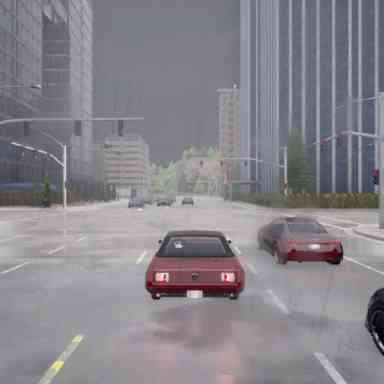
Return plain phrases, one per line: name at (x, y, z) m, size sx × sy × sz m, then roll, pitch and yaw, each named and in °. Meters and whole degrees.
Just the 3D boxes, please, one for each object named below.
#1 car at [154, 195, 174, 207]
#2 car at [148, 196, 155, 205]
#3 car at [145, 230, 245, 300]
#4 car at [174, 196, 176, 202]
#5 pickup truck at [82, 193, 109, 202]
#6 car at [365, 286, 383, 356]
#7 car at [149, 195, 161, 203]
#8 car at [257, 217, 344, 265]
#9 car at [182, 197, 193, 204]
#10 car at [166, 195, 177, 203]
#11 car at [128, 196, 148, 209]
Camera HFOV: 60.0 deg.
car at (-4.315, 1.564, 52.021) m, size 1.994 × 1.385 × 4.181 m, roll 0°, pitch 0°, yaw -1°
car at (-7.891, 1.505, 57.292) m, size 1.837 × 1.490 × 4.892 m, roll 0°, pitch 0°, yaw -1°
car at (0.074, 1.601, 8.358) m, size 1.895 × 1.301 × 4.718 m, roll 0°, pitch 0°, yaw 0°
car at (-4.441, 1.504, 62.210) m, size 1.837 × 1.490 × 4.892 m, roll 0°, pitch 0°, yaw -1°
pickup truck at (-21.165, 1.058, 73.415) m, size 2.390 × 2.098 × 6.274 m, roll 0°, pitch 0°, yaw 30°
car at (3.610, 1.564, 3.304) m, size 1.994 × 1.385 × 4.181 m, roll 0°, pitch 0°, yaw -1°
car at (-8.021, 1.525, 71.863) m, size 2.128 × 1.511 × 4.902 m, roll 0°, pitch 0°, yaw -1°
car at (3.582, 1.564, 11.715) m, size 1.994 × 1.385 × 4.181 m, roll 0°, pitch 0°, yaw 0°
car at (-0.771, 1.564, 61.355) m, size 1.994 × 1.385 × 4.181 m, roll 0°, pitch 0°, yaw -1°
car at (-4.541, 1.525, 73.342) m, size 2.128 × 1.511 × 4.902 m, roll 0°, pitch 0°, yaw -1°
car at (-7.747, 1.505, 46.695) m, size 1.837 × 1.490 × 4.892 m, roll 0°, pitch 0°, yaw -1°
